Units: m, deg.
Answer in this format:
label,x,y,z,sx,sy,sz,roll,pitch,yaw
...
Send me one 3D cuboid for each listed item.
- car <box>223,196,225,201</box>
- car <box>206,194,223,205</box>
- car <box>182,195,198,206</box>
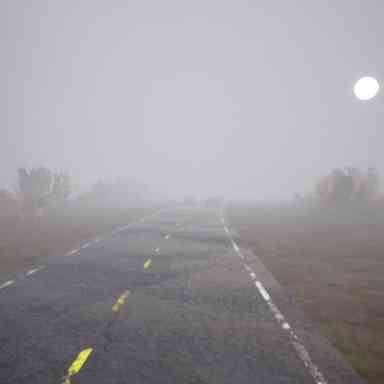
label,x,y,z,sx,sy,sz,roll,pitch,yaw
car,5.647,1.160,67.612,1.994,1.385,4.181,0,0,9
car,3.201,1.262,50.256,1.994,1.385,4.181,0,0,7
car,-0.253,1.214,48.142,1.837,1.490,4.892,0,0,7
